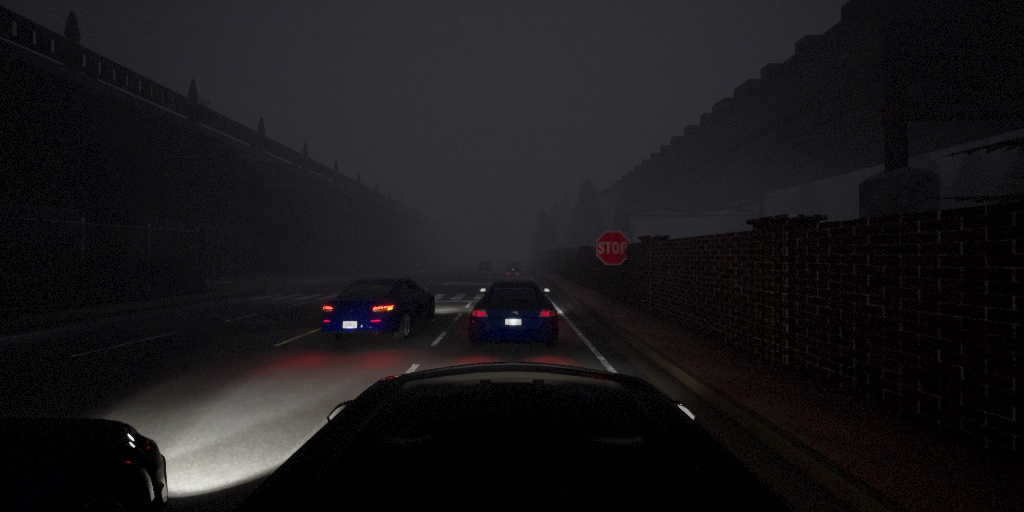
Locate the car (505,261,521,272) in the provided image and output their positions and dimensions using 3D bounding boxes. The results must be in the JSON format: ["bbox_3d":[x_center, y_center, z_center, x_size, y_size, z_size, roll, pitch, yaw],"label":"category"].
[{"bbox_3d":[0.104,1.351,46.131,1.895,1.301,4.718,0,0,-1],"label":"car"}]

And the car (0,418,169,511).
[{"bbox_3d":[-3.399,1.314,0.742,1.994,1.385,4.181,0,0,0],"label":"car"}]

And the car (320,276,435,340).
[{"bbox_3d":[-3.412,1.276,9.838,1.812,1.442,4.674,0,0,0],"label":"car"}]

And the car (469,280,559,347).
[{"bbox_3d":[0.070,1.314,9.315,1.994,1.385,4.181,0,0,1],"label":"car"}]

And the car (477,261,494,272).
[{"bbox_3d":[-3.391,1.297,45.963,2.033,1.411,5.357,0,0,-1],"label":"car"}]
